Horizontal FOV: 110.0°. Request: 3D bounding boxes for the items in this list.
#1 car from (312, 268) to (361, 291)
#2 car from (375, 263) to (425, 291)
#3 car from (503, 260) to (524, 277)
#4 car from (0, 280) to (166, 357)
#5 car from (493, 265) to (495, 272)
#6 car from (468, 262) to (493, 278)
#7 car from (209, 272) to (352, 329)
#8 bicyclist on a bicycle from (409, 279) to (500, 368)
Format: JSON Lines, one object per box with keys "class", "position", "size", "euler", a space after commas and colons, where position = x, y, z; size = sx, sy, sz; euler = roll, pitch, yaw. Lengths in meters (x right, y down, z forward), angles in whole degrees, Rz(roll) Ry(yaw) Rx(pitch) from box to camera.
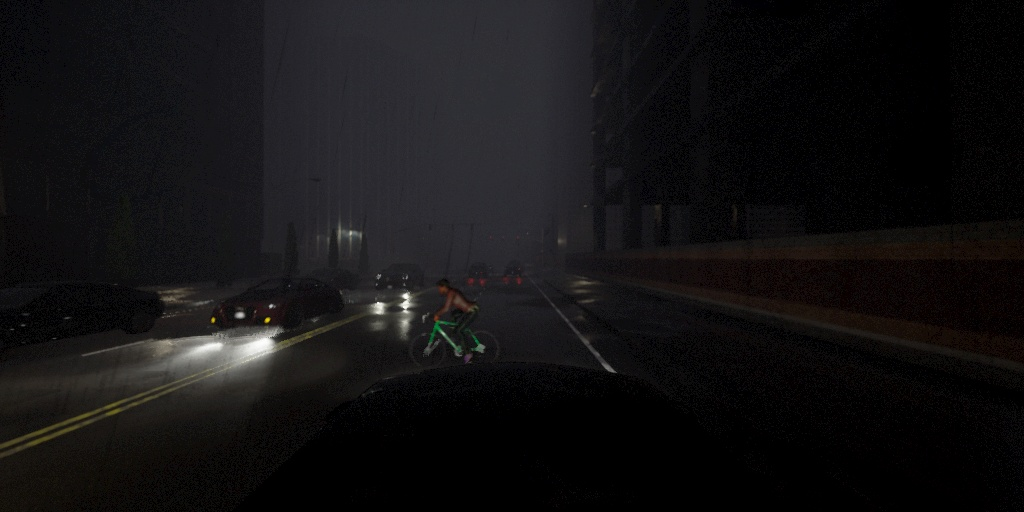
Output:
{"class": "car", "position": [-10.598, 1.414, 20.702], "size": [2.033, 1.411, 5.357], "euler": [0, 0, 0]}
{"class": "car", "position": [-7.089, 1.233, 23.045], "size": [2.097, 1.767, 4.553], "euler": [0, 0, 0]}
{"class": "car", "position": [0.086, 1.503, 38.835], "size": [1.812, 1.442, 4.674], "euler": [0, 0, 0]}
{"class": "car", "position": [-10.600, 1.316, 8.121], "size": [1.812, 1.442, 4.674], "euler": [0, 0, 0]}
{"class": "car", "position": [-3.399, 1.587, 49.011], "size": [2.033, 1.411, 5.357], "euler": [0, 0, 0]}
{"class": "car", "position": [-3.400, 1.458, 37.028], "size": [2.128, 1.511, 4.902], "euler": [0, 0, 0]}
{"class": "car", "position": [-7.105, 1.374, 11.354], "size": [1.994, 1.385, 4.181], "euler": [0, 0, 0]}
{"class": "bicyclist on a bicycle", "position": [-1.058, 1.231, 6.483], "size": [1.656, 1.620, 0.582], "euler": [-2, 0, 0]}
